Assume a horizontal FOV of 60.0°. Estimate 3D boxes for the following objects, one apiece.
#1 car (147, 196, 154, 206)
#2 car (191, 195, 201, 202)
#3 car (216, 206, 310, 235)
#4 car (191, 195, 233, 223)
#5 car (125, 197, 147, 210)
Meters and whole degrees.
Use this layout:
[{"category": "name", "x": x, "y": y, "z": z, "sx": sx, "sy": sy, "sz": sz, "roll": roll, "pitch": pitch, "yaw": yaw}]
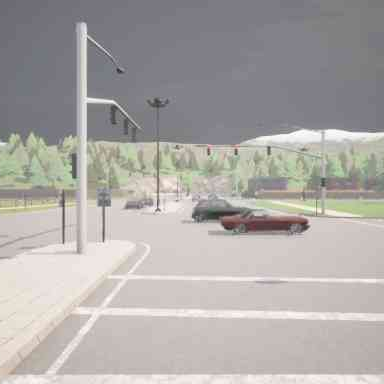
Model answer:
[{"category": "car", "x": -7.430, "y": 1.491, "z": 54.373, "sx": 2.128, "sy": 1.511, "sz": 4.902, "roll": 0, "pitch": 0, "yaw": 1}, {"category": "car", "x": 0.866, "y": 1.358, "z": 69.850, "sx": 2.128, "sy": 1.511, "sz": 4.902, "roll": 0, "pitch": 0, "yaw": 1}, {"category": "car", "x": 3.853, "y": 1.601, "z": 18.059, "sx": 4.718, "sy": 1.301, "sz": 1.895, "roll": 0, "pitch": 0, "yaw": 0}, {"category": "car", "x": 2.186, "y": 1.352, "z": 25.071, "sx": 4.553, "sy": 1.767, "sz": 2.097, "roll": 0, "pitch": 0, "yaw": 0}, {"category": "car", "x": -7.577, "y": 1.526, "z": 44.005, "sx": 1.812, "sy": 1.442, "sz": 4.674, "roll": 0, "pitch": 0, "yaw": 0}]
